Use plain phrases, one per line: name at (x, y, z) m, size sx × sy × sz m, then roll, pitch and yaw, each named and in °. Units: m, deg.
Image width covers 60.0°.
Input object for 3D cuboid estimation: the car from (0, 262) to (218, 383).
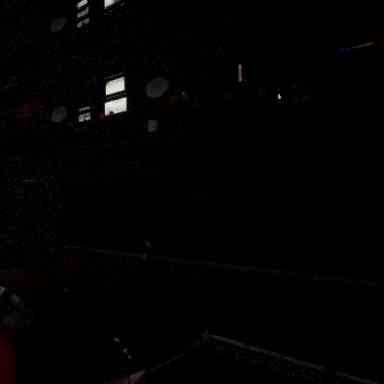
car at (-1.848, 1.547, 4.062) m, size 4.507 × 1.381 × 1.887 m, roll 0°, pitch -1°, yaw 36°
